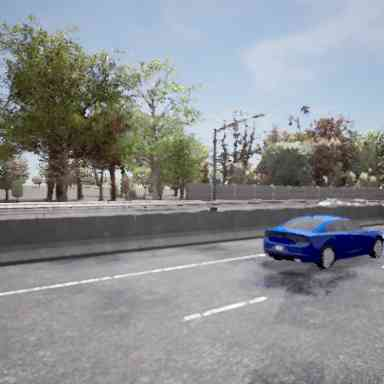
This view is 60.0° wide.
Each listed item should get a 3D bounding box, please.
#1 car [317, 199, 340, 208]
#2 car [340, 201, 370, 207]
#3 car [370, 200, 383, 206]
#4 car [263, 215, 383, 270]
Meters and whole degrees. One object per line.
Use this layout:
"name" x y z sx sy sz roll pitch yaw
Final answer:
"car" 20.151 1.779 48.372 4.674 1.442 1.812 0 0 -36
"car" 23.080 1.861 46.200 4.718 1.301 1.895 0 0 -35
"car" 26.091 1.775 44.043 4.892 1.490 1.837 1 -1 -35
"car" 4.630 1.532 11.371 5.008 1.535 1.882 0 0 -35
